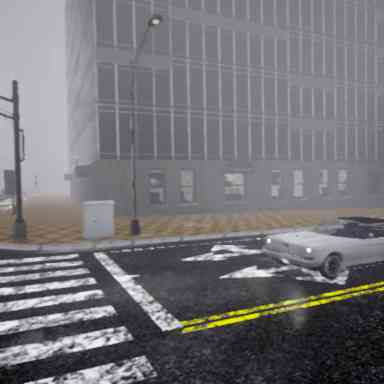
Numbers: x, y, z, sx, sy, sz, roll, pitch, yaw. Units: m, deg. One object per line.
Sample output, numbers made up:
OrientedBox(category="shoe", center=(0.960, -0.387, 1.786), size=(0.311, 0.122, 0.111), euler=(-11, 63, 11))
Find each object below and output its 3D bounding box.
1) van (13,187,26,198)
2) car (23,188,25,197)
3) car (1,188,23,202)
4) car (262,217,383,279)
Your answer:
OrientedBox(category="van", center=(-32.267, 0.078, 62.253), size=(1.690, 1.788, 3.998), euler=(-2, 2, -23))
OrientedBox(category="car", center=(-27.888, 0.378, 52.106), size=(1.967, 1.590, 4.097), euler=(-2, 2, -23))
OrientedBox(category="car", center=(-25.702, 0.353, 47.027), size=(2.192, 1.841, 5.009), euler=(-2, 2, -23))
OrientedBox(category="car", center=(4.336, 1.395, 9.314), size=(4.718, 1.301, 1.895), euler=(-1, 1, -26))
